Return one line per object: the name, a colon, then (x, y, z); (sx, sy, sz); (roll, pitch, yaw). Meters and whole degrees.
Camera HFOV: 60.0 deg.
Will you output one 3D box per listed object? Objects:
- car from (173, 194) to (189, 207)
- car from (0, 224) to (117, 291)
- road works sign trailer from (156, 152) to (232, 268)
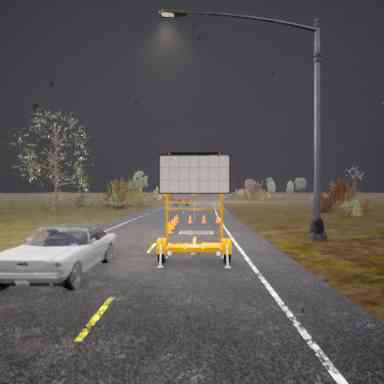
car: (-1.728, 1.204, 52.740); (2.150, 2.045, 5.566); (0, 0, 4)
car: (-3.515, 1.599, 9.137); (1.895, 1.301, 4.718); (0, 0, 1)
road works sign trailer: (0.085, 0.462, 11.258); (2.380, 3.560, 2.880); (0, 0, 1)
